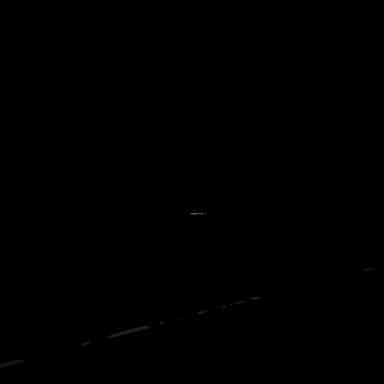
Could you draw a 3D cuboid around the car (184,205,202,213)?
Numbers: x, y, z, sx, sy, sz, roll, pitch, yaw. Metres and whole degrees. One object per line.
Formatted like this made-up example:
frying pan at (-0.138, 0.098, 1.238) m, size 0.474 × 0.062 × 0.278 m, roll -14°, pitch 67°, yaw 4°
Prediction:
car at (0.184, 3.180, 61.527) m, size 1.837 × 1.490 × 4.892 m, roll 0°, pitch -3°, yaw -26°
